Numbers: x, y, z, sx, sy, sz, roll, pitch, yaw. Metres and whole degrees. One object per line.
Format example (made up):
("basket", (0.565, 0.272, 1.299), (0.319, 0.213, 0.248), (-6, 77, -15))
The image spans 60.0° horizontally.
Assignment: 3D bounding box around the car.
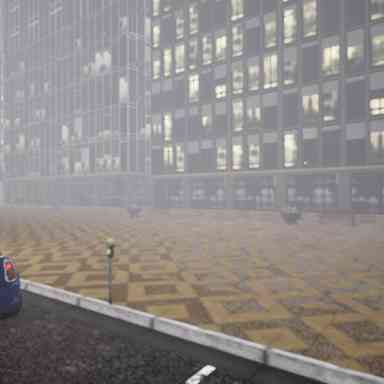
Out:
("car", (-5.232, 1.430, 6.263), (4.553, 1.767, 2.097), (-1, 0, 36))
